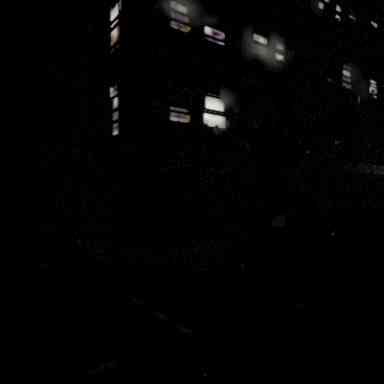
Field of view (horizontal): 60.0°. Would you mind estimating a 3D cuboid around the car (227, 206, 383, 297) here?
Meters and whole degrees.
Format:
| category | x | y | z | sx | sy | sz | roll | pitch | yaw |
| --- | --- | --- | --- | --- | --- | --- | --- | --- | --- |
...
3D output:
| category | x | y | z | sx | sy | sz | roll | pitch | yaw |
| --- | --- | --- | --- | --- | --- | --- | --- | --- | --- |
| car | 3.257 | 1.341 | 8.863 | 5.009 | 1.841 | 2.192 | 0 | 0 | -35 |
